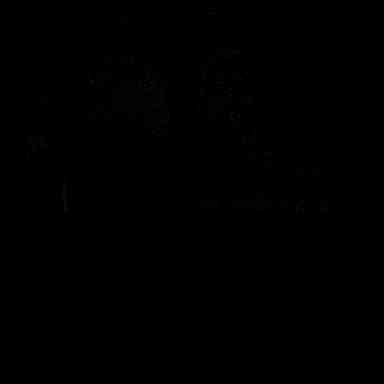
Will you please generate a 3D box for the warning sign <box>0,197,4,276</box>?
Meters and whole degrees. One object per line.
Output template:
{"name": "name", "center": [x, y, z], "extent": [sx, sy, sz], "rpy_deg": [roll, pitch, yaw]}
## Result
{"name": "warning sign", "center": [-5.319, 1.072, 7.713], "extent": [1.060, 1.860, 1.300], "rpy_deg": [-1, 0, 36]}
